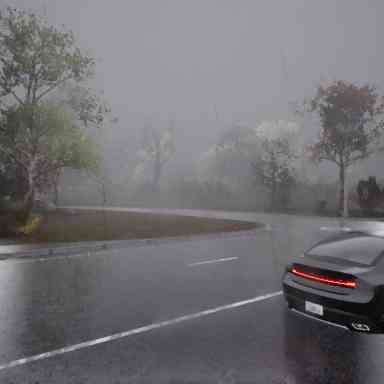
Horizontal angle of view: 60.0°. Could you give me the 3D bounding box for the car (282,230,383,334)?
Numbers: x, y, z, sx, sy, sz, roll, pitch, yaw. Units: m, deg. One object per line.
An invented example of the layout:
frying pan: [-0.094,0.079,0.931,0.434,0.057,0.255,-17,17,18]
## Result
car: [3.812,1.505,6.438,4.892,1.490,1.837,0,0,-36]
